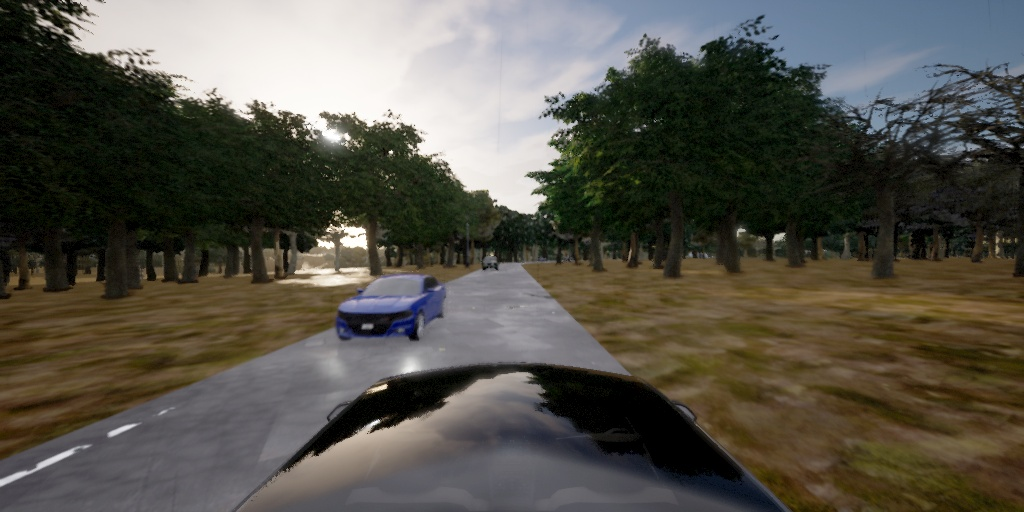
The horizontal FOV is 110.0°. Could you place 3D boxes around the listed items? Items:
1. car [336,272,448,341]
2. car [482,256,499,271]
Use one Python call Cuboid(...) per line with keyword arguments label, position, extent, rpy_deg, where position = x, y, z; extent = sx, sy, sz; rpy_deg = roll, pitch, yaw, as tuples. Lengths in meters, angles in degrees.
Cuboid(label="car", position=(-3.100, 1.248, 10.192), extent=(1.882, 1.535, 5.008), rpy_deg=(0, 0, 0))
Cuboid(label="car", position=(-3.074, 1.061, 51.505), extent=(2.150, 2.045, 5.566), rpy_deg=(0, 0, 0))
